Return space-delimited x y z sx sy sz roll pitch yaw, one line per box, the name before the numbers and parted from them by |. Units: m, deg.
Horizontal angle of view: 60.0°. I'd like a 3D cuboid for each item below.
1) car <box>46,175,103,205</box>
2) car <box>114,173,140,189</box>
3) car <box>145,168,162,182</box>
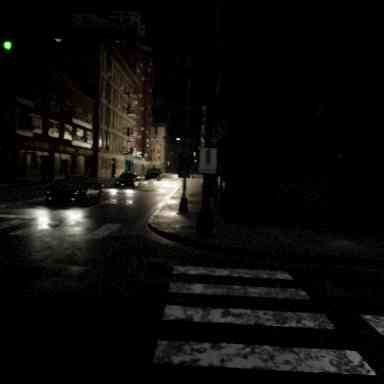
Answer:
car | -6.556 -0.219 19.077 1.882 1.535 5.008 2 4 1
car | -6.343 -1.148 33.055 1.837 1.490 4.892 3 5 1
car | -5.952 -2.768 52.619 2.150 2.045 5.566 3 4 1
